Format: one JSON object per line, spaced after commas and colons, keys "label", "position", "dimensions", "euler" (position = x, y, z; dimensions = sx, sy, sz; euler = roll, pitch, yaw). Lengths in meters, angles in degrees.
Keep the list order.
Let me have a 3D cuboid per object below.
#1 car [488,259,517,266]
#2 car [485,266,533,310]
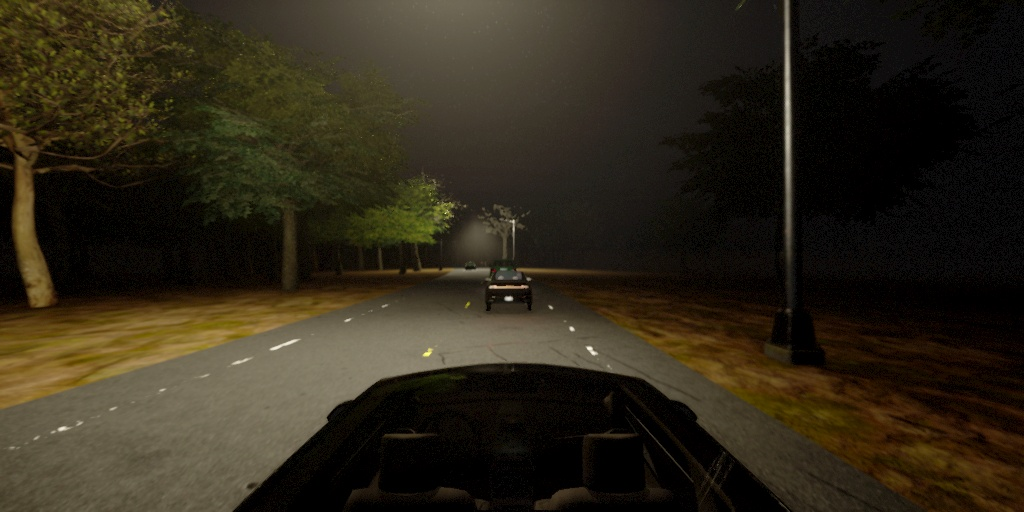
{"label": "car", "position": [-0.746, 1.239, 29.600], "dimensions": [2.150, 2.045, 5.566], "euler": [0, 0, -3]}
{"label": "car", "position": [-0.153, 1.366, 15.477], "dimensions": [2.128, 1.511, 4.902], "euler": [0, 0, -1]}
